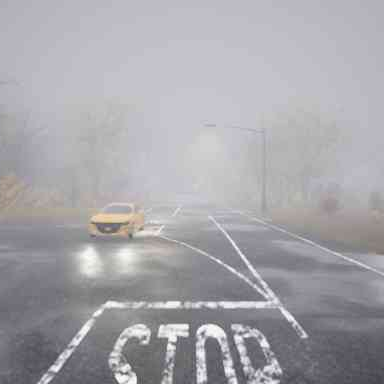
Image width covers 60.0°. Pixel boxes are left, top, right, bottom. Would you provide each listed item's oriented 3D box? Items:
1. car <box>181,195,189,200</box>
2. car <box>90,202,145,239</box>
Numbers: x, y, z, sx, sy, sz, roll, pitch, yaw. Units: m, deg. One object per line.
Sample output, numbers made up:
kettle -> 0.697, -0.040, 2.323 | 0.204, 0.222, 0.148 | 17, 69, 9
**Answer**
car -> -1.875, 1.617, 94.679 | 1.837, 1.490, 4.892 | 0, 0, 5
car -> -3.478, 1.264, 16.265 | 1.882, 1.535, 5.008 | 1, 0, 0
